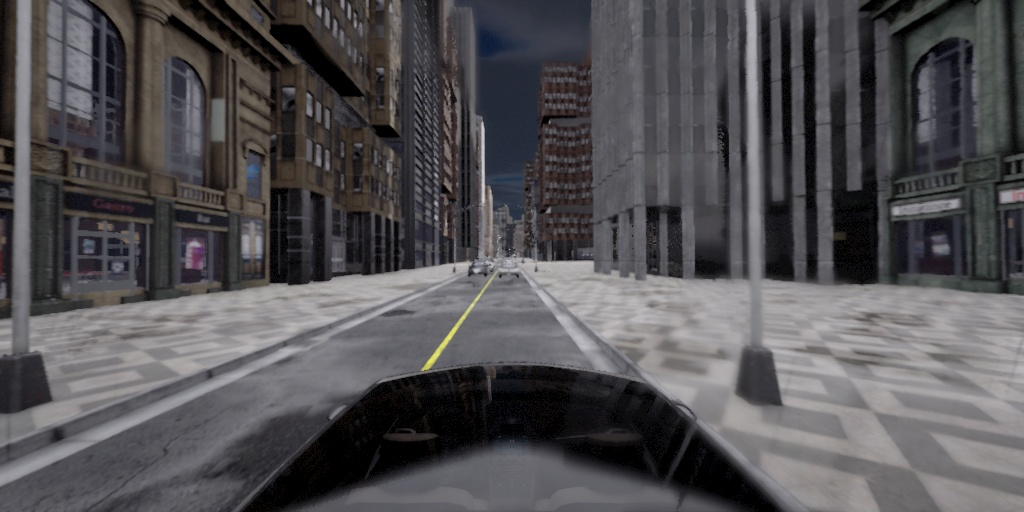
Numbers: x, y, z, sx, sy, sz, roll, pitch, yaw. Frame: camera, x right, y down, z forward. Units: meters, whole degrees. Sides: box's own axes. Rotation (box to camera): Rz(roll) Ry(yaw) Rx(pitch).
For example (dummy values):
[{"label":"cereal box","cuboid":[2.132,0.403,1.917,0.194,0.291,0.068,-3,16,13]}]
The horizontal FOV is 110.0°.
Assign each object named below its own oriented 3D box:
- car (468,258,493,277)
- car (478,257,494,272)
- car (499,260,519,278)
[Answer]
[{"label":"car","cuboid":[-3.338,1.270,36.190,2.128,1.511,4.902,0,0,-1]},{"label":"car","cuboid":[-3.430,1.108,44.961,2.150,2.045,5.566,0,0,-1]},{"label":"car","cuboid":[-0.273,1.359,34.541,1.895,1.301,4.718,0,0,0]}]
